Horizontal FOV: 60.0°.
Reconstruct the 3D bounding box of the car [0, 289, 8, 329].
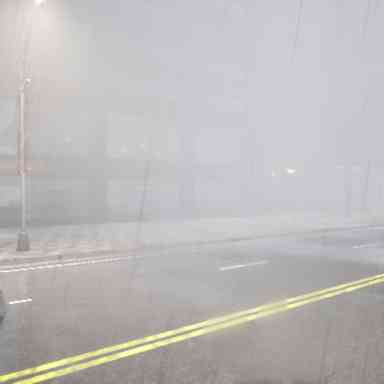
[{"bbox_3d":[-5.266,1.554,3.933,5.357,1.411,2.033,1,-1,-35],"label":"car"}]
